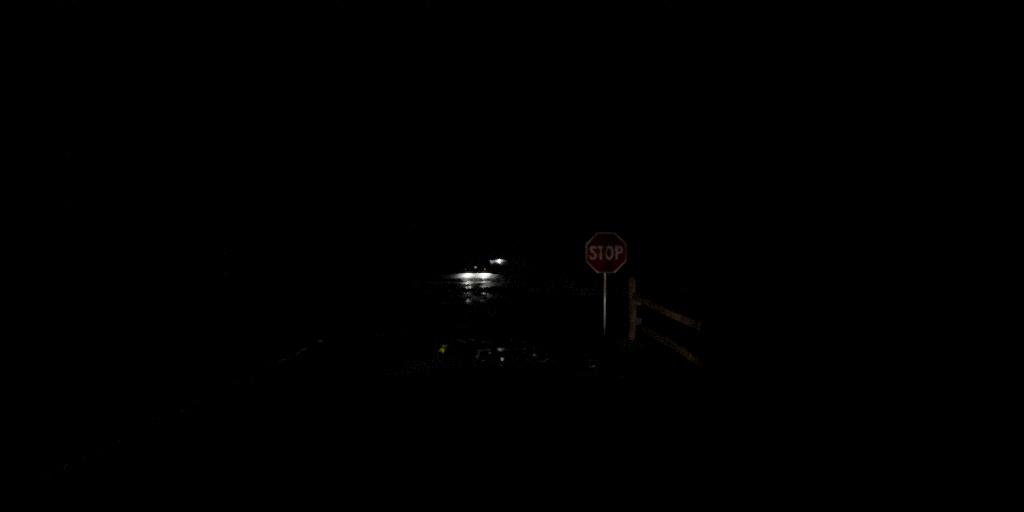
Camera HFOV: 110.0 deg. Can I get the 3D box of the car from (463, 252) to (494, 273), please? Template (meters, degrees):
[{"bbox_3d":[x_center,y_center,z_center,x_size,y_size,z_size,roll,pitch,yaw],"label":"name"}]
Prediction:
[{"bbox_3d":[-2.749,0.598,28.898,1.994,1.385,4.181,0,2,0],"label":"car"}]

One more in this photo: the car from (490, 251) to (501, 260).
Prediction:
[{"bbox_3d":[-2.747,-0.183,56.776,1.895,1.301,4.718,0,2,0],"label":"car"}]
